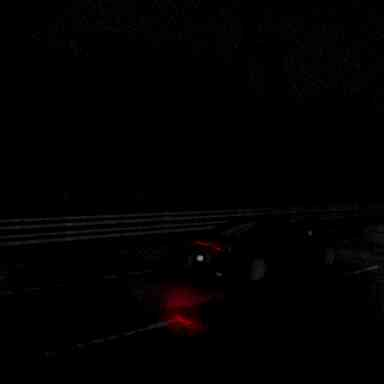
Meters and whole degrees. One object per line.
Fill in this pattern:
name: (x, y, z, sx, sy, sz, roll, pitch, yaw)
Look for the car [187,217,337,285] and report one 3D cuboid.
car: (2.212, 1.475, 9.624, 5.008, 1.535, 1.882, 0, 0, -35)
